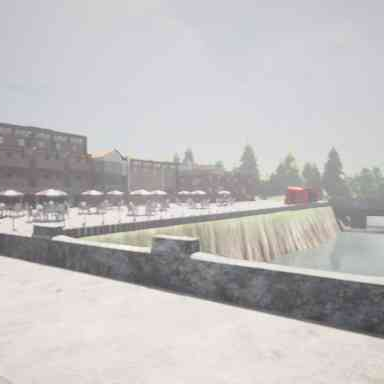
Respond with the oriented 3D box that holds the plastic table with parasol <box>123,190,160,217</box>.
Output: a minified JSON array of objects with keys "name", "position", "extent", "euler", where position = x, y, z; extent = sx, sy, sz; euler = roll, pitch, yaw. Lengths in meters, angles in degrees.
[{"name":"plastic table with parasol","position":[-4.892,1.032,32.235],"extent":[2.482,2.480,2.482],"euler":[0,0,35]}]
